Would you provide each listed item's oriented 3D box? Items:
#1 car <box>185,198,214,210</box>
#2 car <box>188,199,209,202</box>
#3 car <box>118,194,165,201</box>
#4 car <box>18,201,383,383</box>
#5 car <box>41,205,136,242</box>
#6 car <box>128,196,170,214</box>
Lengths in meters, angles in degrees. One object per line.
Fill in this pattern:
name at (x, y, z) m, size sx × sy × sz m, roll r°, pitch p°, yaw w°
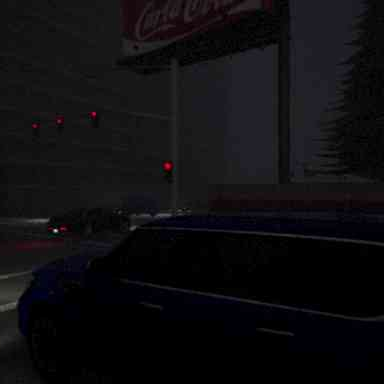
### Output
car at (1.080, 1.592, 44.961) m, size 1.994 × 1.385 × 4.181 m, roll 0°, pitch 0°, yaw 35°
car at (0.586, 1.515, 38.194) m, size 2.128 × 1.511 × 4.902 m, roll 0°, pitch 0°, yaw 35°
car at (-5.230, 1.246, 29.954) m, size 2.150 × 2.045 × 5.566 m, roll 0°, pitch 0°, yaw 35°
car at (0.326, 1.222, 3.759) m, size 5.566 × 2.045 × 2.150 m, roll 0°, pitch 0°, yaw 35°
car at (-5.196, 1.521, 17.470) m, size 1.837 × 1.490 × 4.892 m, roll -3°, pitch -1°, yaw 26°
car at (-4.658, 1.380, 36.836) m, size 2.097 × 1.767 × 4.553 m, roll 0°, pitch 0°, yaw 35°
